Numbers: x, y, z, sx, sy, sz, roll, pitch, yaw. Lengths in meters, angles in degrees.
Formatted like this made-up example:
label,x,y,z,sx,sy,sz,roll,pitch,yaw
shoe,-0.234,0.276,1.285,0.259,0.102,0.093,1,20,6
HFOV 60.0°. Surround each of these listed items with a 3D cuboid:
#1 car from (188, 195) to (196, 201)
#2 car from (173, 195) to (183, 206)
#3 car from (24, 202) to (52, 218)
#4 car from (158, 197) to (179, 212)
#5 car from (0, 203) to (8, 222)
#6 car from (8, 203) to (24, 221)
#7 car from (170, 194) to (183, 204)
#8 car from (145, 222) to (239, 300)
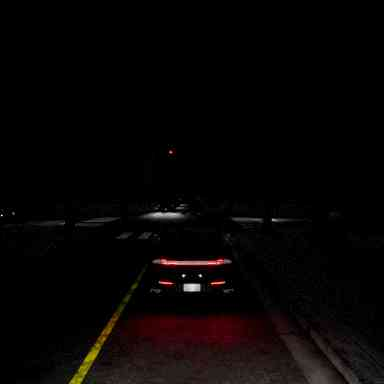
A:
label,x,y,z,sx,sy,sz,roll,pitch,yaw
car,0.014,1.451,81.385,1.812,1.442,4.674,0,0,0
car,-2.838,1.510,50.672,2.033,1.411,5.357,0,0,0
car,-14.759,1.581,29.540,4.313,1.339,1.947,0,0,0
car,-2.823,1.581,37.863,1.895,1.301,4.718,0,0,0
car,-14.766,1.540,21.513,4.313,1.339,1.947,0,0,0
car,-15.680,1.209,24.055,5.566,2.045,2.150,0,0,0
car,-2.805,1.301,61.393,2.097,1.767,4.553,0,0,0
car,0.003,1.492,8.362,2.128,1.511,4.902,0,0,0
